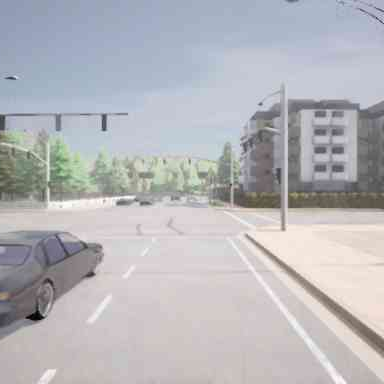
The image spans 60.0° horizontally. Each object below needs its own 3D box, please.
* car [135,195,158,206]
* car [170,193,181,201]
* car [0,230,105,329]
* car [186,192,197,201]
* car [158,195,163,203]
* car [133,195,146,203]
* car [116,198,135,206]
[{"bbox_3d":[-7.069,1.468,52.316,2.033,1.411,5.357,0,0,0],"label":"car"},{"bbox_3d":[-3.518,1.088,71.396,2.097,1.767,4.553,0,0,0],"label":"car"},{"bbox_3d":[-3.447,1.535,7.206,2.033,1.411,5.357,0,0,1],"label":"car"},{"bbox_3d":[-0.018,0.957,71.471,2.150,2.045,5.566,0,0,0],"label":"car"},{"bbox_3d":[-7.018,1.392,67.463,2.128,1.511,4.902,0,0,0],"label":"car"},{"bbox_3d":[-10.518,1.353,67.184,1.882,1.535,5.008,0,0,0],"label":"car"},{"bbox_3d":[-10.574,1.521,51.961,1.895,1.301,4.718,0,0,0],"label":"car"}]
